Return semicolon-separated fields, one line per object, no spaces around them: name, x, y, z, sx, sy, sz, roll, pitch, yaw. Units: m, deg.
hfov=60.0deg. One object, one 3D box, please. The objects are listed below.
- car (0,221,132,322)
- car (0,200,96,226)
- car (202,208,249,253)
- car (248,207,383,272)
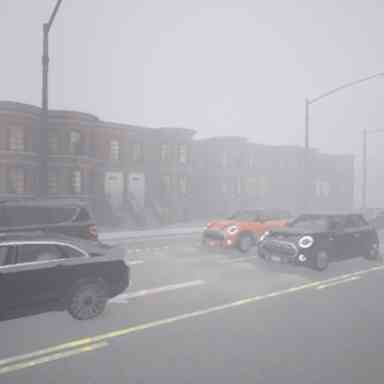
car;-3.474;1.497;5.789;4.902;1.511;2.128;1;-1;-35
car;-5.252;1.231;8.805;5.566;2.045;2.150;1;-1;-34
car;2.642;1.469;14.440;4.553;1.767;2.097;1;0;-35
car;4.383;1.465;11.391;4.553;1.767;2.097;1;0;-35
